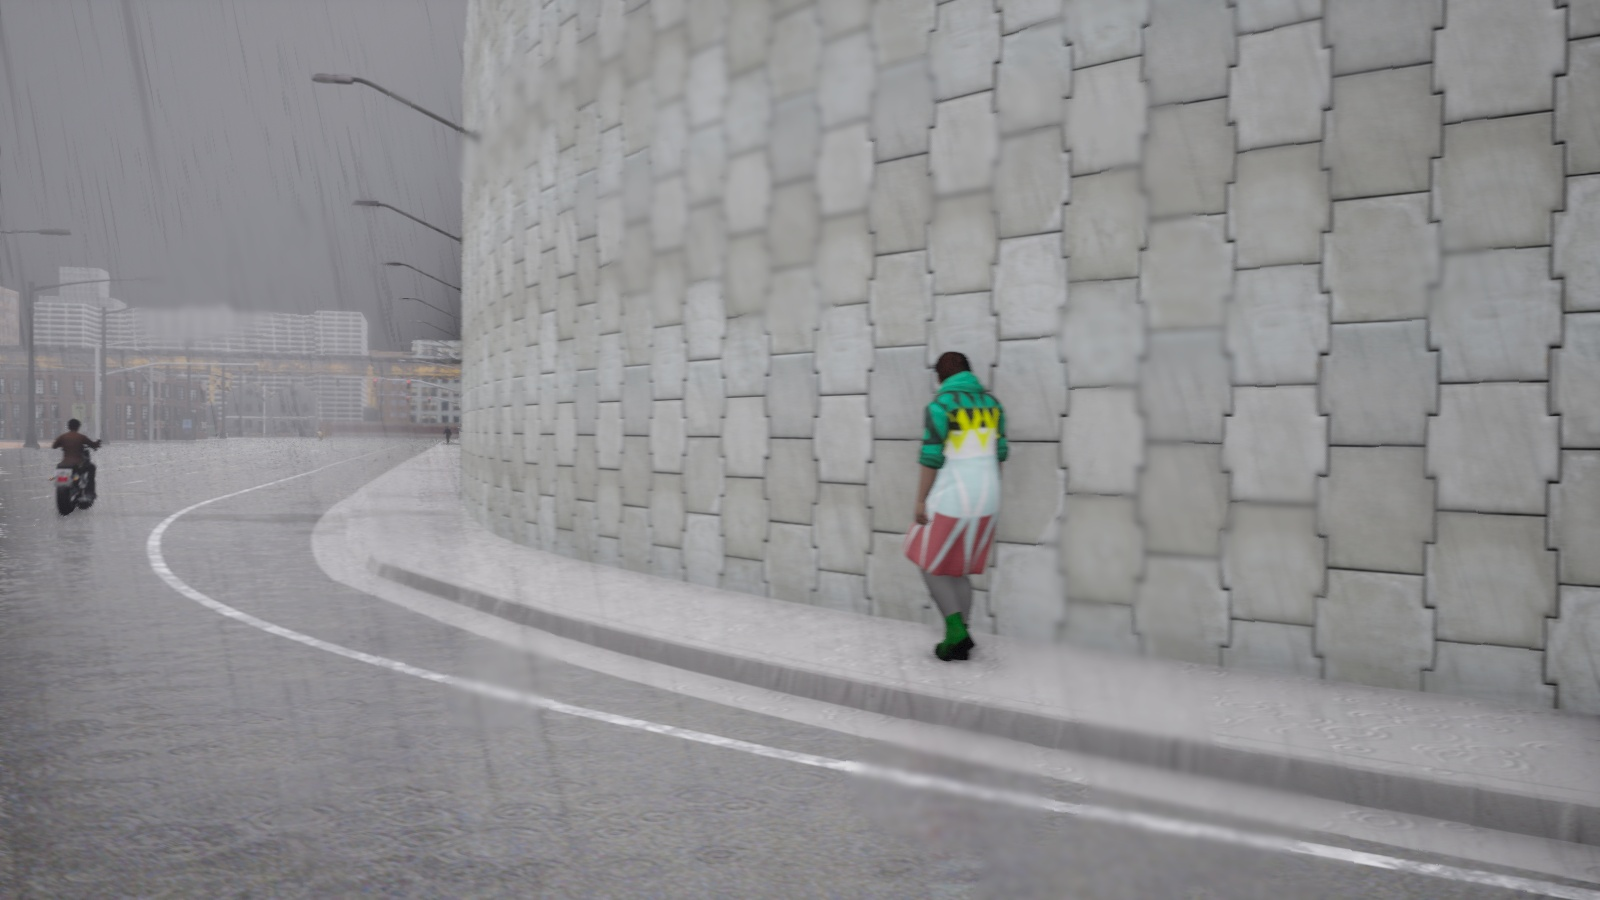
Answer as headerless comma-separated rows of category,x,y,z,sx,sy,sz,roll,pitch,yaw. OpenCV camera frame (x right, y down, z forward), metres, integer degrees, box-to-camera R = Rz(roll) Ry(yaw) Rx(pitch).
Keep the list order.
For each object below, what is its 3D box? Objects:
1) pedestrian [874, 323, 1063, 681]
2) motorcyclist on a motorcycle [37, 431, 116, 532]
pedestrian,0.980,0.277,7.378,0.659,1.952,0.873,-1,1,-39
motorcyclist on a motorcycle,-12.423,0.500,21.635,0.766,1.649,2.350,-1,1,-20
